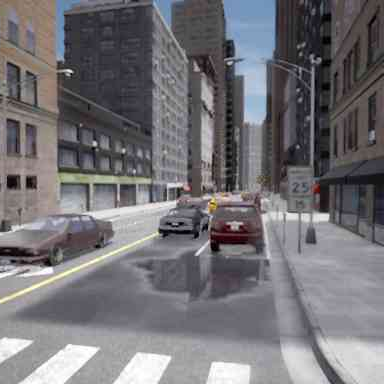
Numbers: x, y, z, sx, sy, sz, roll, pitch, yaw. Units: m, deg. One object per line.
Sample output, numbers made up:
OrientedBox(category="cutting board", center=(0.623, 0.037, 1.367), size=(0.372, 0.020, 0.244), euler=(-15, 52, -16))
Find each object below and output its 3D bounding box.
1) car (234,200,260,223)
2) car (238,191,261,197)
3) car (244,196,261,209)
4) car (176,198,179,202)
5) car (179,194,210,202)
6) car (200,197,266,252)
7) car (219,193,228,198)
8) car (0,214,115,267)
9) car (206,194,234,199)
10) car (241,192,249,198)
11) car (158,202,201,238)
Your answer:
OrientedBox(category="car", center=(4.240, 1.400, 24.994), size=(1.752, 1.417, 4.829), euler=(0, 0, 12))
OrientedBox(category="car", center=(6.465, 1.099, 35.895), size=(2.192, 1.841, 5.009), euler=(0, 0, 12))
OrientedBox(category="car", center=(7.596, 1.288, 41.432), size=(2.008, 1.369, 4.403), euler=(0, 0, 12))
OrientedBox(category="car", center=(-0.758, 1.108, 43.132), size=(1.967, 1.590, 4.097), euler=(0, 0, 12))
OrientedBox(category="car", center=(0.489, 1.290, 36.250), size=(2.033, 1.411, 5.357), euler=(0, 1, 12))
OrientedBox(category="car", center=(1.945, 1.283, 13.755), size=(2.192, 1.841, 5.009), euler=(0, 0, 12))
OrientedBox(category="car", center=(8.281, 0.855, 87.410), size=(1.887, 1.381, 4.507), euler=(0, 0, 12))
OrientedBox(category="car", center=(-4.553, 1.494, 11.664), size=(2.033, 1.411, 5.357), euler=(0, 1, 12))
OrientedBox(category="car", center=(2.905, 1.271, 32.695), size=(1.882, 1.535, 5.008), euler=(0, 1, 12))
OrientedBox(category="car", center=(13.397, 0.725, 84.081), size=(1.882, 1.535, 5.008), euler=(0, 1, 12))
OrientedBox(category="car", center=(-0.235, 1.468, 17.312), size=(2.033, 1.411, 5.357), euler=(0, 1, 12))
